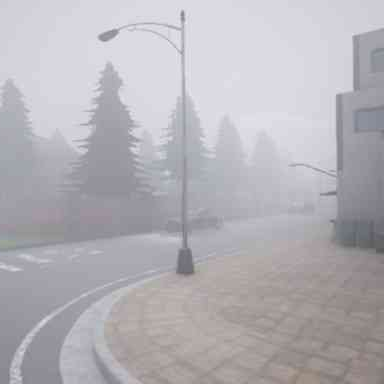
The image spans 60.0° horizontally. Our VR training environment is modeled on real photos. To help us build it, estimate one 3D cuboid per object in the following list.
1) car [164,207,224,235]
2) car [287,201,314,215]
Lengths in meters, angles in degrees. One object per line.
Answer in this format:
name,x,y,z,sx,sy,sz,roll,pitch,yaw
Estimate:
car,0.258,1.778,21.345,1.837,1.490,4.892,-1,0,37
car,12.187,1.756,37.115,1.812,1.442,4.674,-1,0,37
